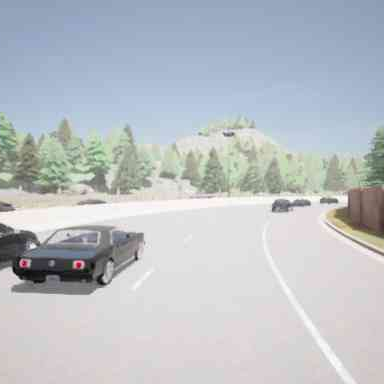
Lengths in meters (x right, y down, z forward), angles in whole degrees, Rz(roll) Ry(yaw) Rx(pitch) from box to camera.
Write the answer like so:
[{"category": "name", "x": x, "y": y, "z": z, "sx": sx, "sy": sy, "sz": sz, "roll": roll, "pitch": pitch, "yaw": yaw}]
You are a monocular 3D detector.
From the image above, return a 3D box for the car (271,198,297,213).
[{"category": "car", "x": 10.236, "y": 1.469, "z": 37.485, "sx": 1.837, "sy": 1.490, "sz": 4.892, "roll": 0, "pitch": 0, "yaw": 26}]

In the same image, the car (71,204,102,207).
[{"category": "car", "x": -9.207, "y": 1.397, "z": 29.645, "sx": 1.837, "sy": 1.490, "sz": 4.892, "roll": 0, "pitch": 0, "yaw": 18}]

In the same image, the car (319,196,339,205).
[{"category": "car", "x": 25.056, "y": 1.467, "z": 60.704, "sx": 4.902, "sy": 1.511, "sz": 2.128, "roll": 0, "pitch": 0, "yaw": -43}]

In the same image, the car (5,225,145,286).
[{"category": "car", "x": -2.722, "y": 1.567, "z": 9.336, "sx": 1.895, "sy": 1.301, "sz": 4.718, "roll": 0, "pitch": 0, "yaw": 6}]

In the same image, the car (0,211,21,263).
[{"category": "car", "x": -6.205, "y": 1.456, "z": 9.242, "sx": 1.837, "sy": 1.490, "sz": 4.892, "roll": 0, "pitch": 0, "yaw": 6}]

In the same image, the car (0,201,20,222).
[{"category": "car", "x": -14.706, "y": 1.429, "z": 23.011, "sx": 2.033, "sy": 1.411, "sz": 5.357, "roll": 0, "pitch": 0, "yaw": 13}]

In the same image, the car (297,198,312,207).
[{"category": "car", "x": 16.723, "y": 1.527, "z": 50.761, "sx": 1.994, "sy": 1.385, "sz": 4.181, "roll": 0, "pitch": 0, "yaw": 38}]
